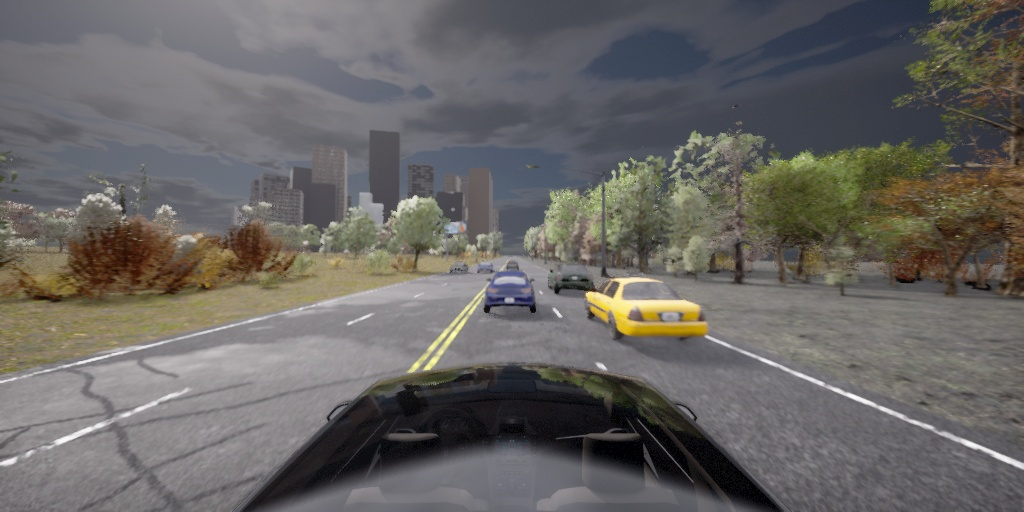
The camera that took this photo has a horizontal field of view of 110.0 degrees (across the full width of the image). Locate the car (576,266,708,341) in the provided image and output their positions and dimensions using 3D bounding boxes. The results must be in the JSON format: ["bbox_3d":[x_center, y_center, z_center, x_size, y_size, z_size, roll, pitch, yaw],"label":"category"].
[{"bbox_3d":[3.251,1.228,9.916,1.801,1.575,5.366,0,0,0],"label":"car"}]

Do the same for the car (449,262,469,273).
[{"bbox_3d":[-6.498,1.444,44.568,1.994,1.385,4.181,0,0,0],"label":"car"}]

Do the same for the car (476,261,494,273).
[{"bbox_3d":[-3.249,1.377,44.480,1.812,1.442,4.674,0,0,0],"label":"car"}]

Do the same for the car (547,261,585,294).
[{"bbox_3d":[3.252,1.156,20.700,2.097,1.767,4.553,0,0,0],"label":"car"}]

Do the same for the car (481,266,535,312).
[{"bbox_3d":[-0.063,1.316,14.300,1.812,1.442,4.674,0,0,0],"label":"car"}]

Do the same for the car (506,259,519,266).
[{"bbox_3d":[0.087,1.340,53.489,2.128,1.511,4.902,0,0,0],"label":"car"}]
